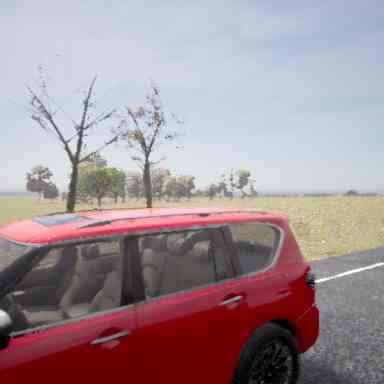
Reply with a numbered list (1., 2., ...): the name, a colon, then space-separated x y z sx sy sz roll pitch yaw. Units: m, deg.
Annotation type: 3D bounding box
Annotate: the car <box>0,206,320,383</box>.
1. car: -1.076 1.218 3.229 5.566 2.045 2.150 0 0 -36
